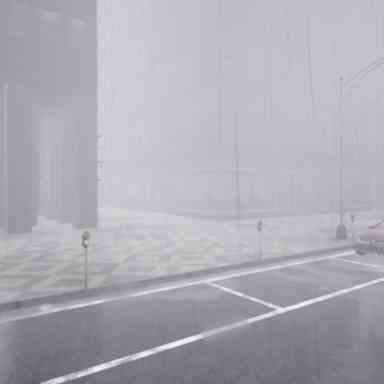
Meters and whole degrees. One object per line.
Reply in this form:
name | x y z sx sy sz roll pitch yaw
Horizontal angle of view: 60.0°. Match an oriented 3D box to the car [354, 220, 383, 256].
car | 7.587 1.606 12.061 4.206 1.307 1.802 0 0 -35
